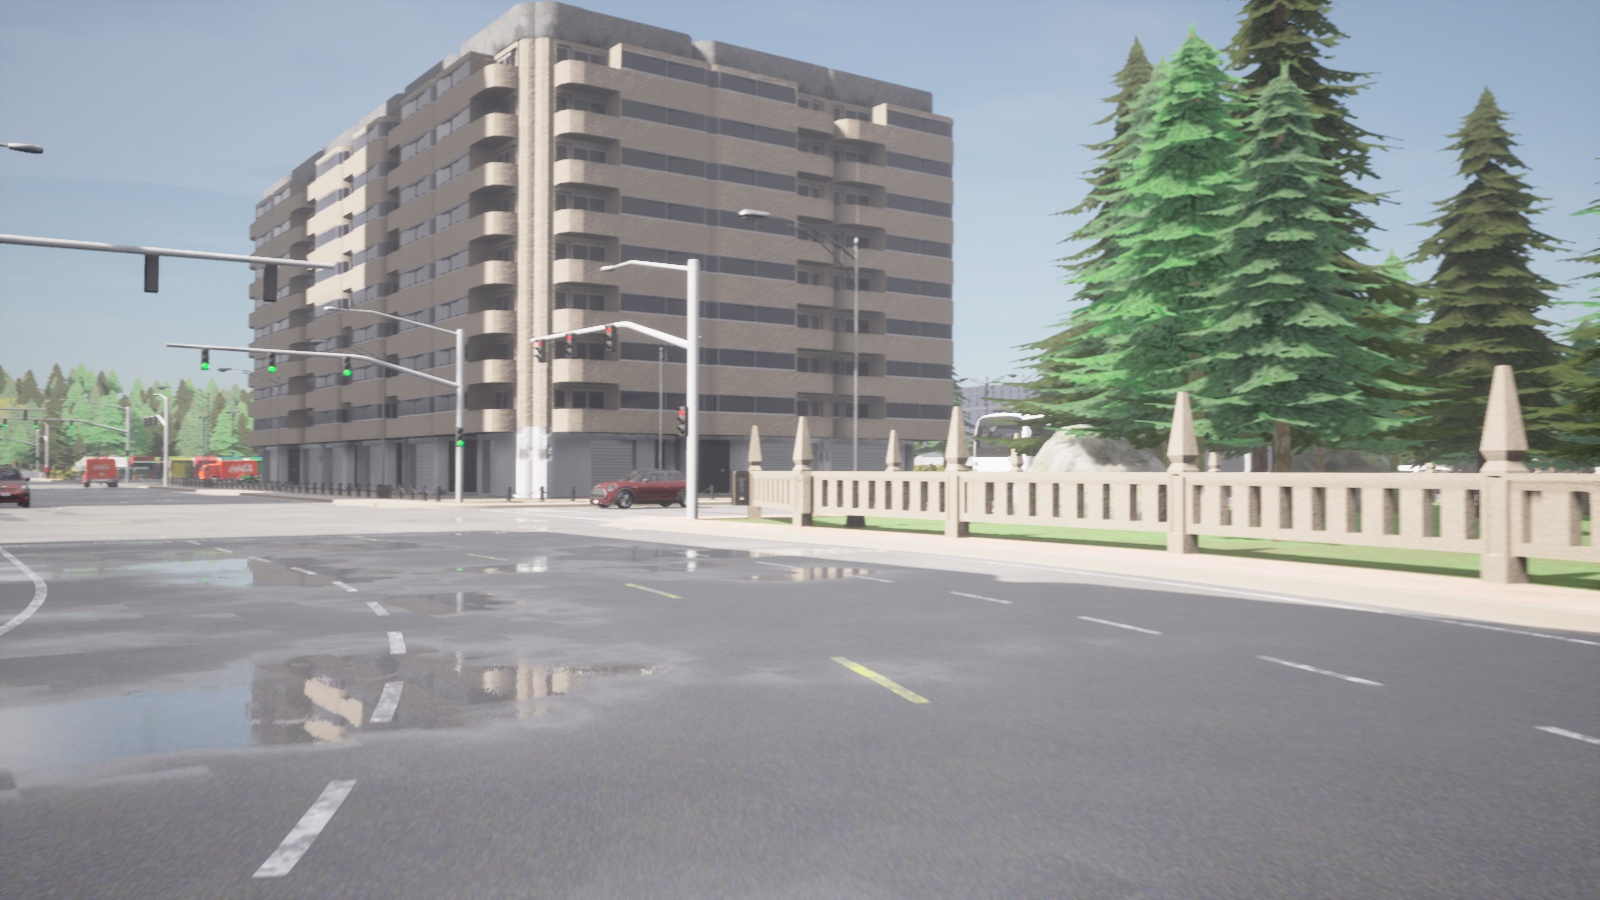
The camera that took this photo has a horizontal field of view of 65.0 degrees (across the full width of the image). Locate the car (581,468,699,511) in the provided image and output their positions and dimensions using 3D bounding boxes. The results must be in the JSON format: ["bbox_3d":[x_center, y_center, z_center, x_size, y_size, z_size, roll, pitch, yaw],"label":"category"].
[{"bbox_3d":[-6.861,1.668,54.046,4.553,1.767,2.097,0,-1,-36],"label":"car"}]

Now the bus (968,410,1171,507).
[{"bbox_3d":[13.004,0.432,59.936,10.273,4.253,3.944,1,-1,-40],"label":"bus"}]

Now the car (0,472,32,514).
[{"bbox_3d":[-32.321,1.725,50.778,1.851,1.617,3.988,0,-1,-36],"label":"car"}]

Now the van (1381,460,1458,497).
[{"bbox_3d":[35.446,1.619,71.801,4.480,2.038,2.069,0,-1,-36],"label":"van"}]
